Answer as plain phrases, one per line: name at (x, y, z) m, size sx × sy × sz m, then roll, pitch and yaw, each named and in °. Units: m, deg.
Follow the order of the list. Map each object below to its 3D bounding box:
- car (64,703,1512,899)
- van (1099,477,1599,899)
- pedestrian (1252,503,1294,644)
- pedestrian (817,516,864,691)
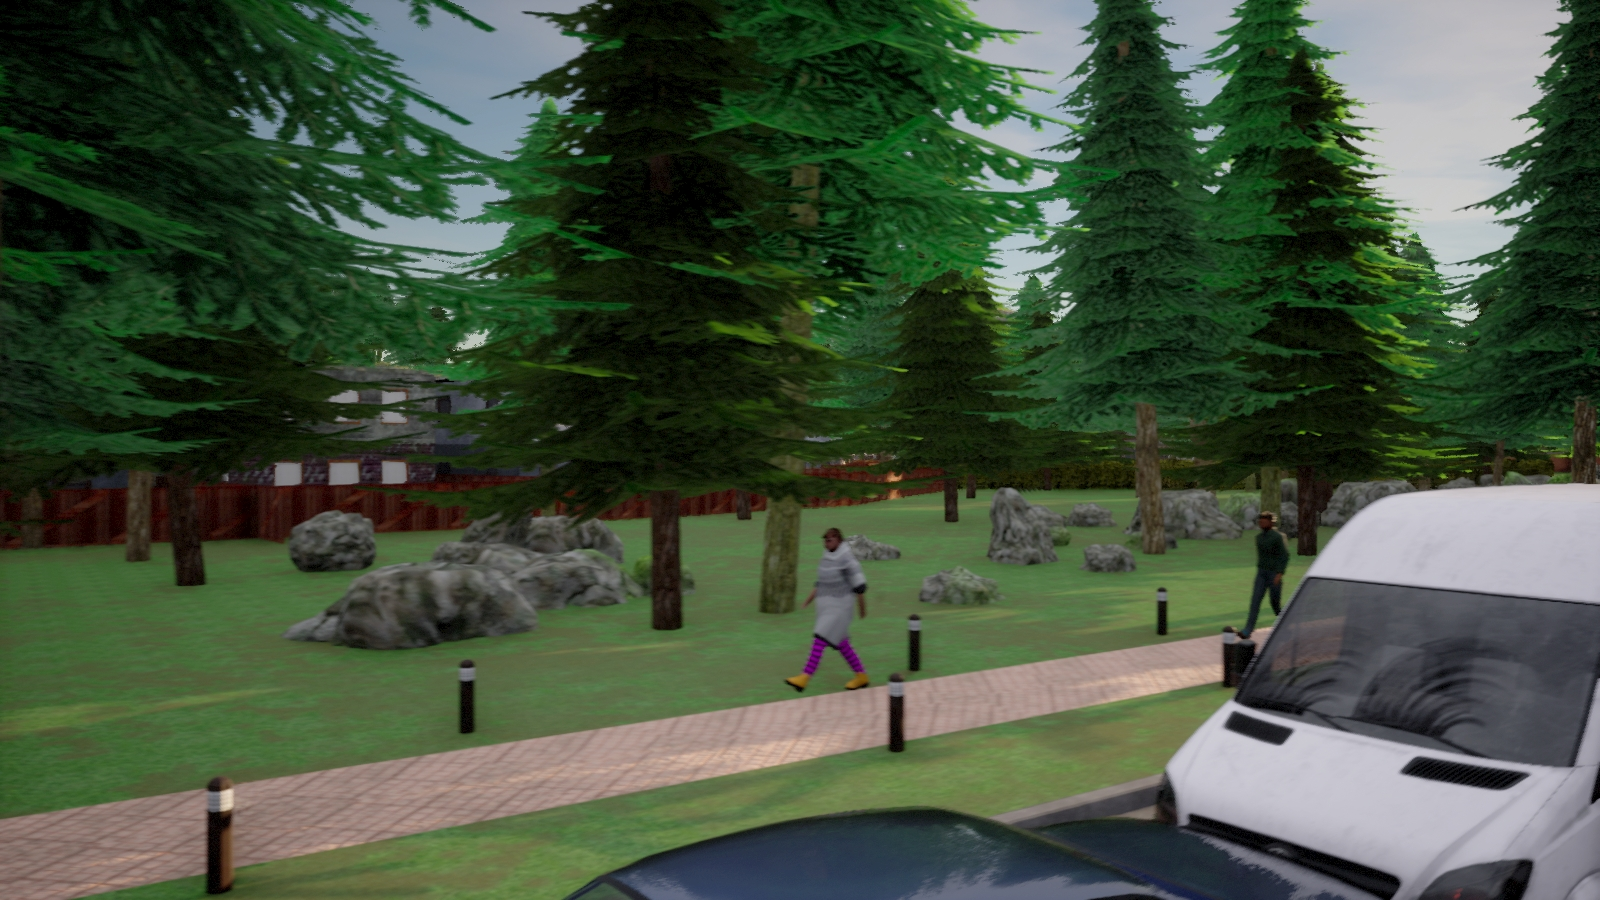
car at (0.031, 2.072, 3.813) m, size 5.357 × 1.411 × 2.033 m, roll 0°, pitch 0°, yaw -35°
van at (4.598, 1.501, 7.002) m, size 5.915 × 2.561 × 1.988 m, roll 0°, pitch 0°, yaw -35°
pedestrian at (6.416, 1.661, 15.499) m, size 0.375 × 1.860 × 0.375 m, roll 0°, pitch 0°, yaw -29°
pedestrian at (0.445, 1.664, 12.541) m, size 0.375 × 1.860 × 0.375 m, roll 0°, pitch 0°, yaw -32°
